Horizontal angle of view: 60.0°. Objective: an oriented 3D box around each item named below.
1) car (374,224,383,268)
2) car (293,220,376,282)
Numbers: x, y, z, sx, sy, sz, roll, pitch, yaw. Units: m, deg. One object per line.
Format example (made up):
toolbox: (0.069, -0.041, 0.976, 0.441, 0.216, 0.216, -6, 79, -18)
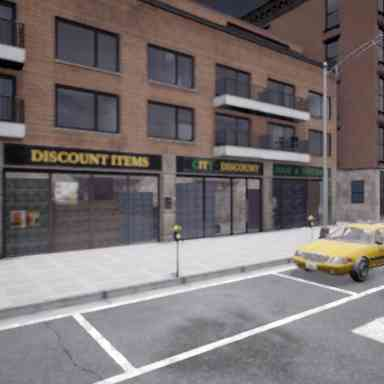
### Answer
car: (6.476, 1.476, 7.689, 5.008, 1.535, 1.882, 0, 0, -35)
car: (4.952, 1.524, 9.735, 4.829, 1.417, 1.752, 0, 0, -35)
